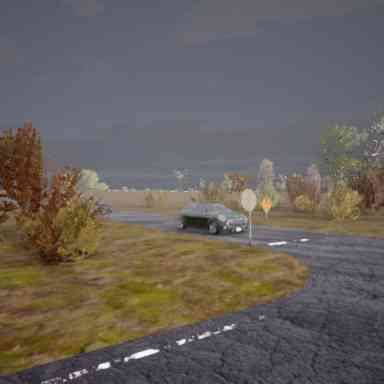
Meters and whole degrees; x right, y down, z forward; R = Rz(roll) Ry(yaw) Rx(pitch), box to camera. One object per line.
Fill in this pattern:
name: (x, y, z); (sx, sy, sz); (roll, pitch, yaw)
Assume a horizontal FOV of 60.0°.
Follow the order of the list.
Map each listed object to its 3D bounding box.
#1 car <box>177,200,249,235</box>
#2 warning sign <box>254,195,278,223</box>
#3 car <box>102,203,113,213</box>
car: (1.103, 1.355, 18.975); (2.097, 1.767, 4.553); (0, 0, -36)
warning sign: (5.171, 1.133, 23.176); (1.300, 1.860, 1.060); (0, 0, -36)
car: (-9.945, 1.565, 34.414); (2.033, 1.411, 5.357); (0, 0, -36)
